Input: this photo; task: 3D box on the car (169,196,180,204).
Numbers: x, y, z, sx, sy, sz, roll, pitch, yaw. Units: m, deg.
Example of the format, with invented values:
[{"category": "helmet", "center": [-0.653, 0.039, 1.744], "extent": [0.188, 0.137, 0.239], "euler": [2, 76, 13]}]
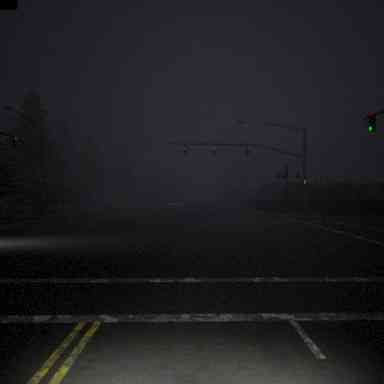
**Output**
[{"category": "car", "center": [-3.509, 1.525, 65.973], "extent": [1.812, 1.442, 4.674], "euler": [0, 0, 1]}]
